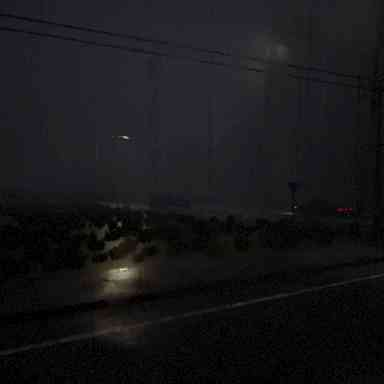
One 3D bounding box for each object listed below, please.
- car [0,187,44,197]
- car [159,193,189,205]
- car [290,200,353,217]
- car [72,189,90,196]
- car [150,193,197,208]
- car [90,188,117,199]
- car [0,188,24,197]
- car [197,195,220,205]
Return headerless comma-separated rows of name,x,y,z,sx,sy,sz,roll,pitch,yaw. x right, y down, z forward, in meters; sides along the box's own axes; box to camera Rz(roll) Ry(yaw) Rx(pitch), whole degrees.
car,-20.869,0.340,41.192,4.605,1.855,1.932,1,1,-31
car,-2.510,0.883,44.342,1.837,1.490,4.892,1,1,-31
car,11.155,1.408,29.016,2.033,1.411,5.357,1,1,-31
car,-22.264,0.168,68.014,4.193,1.474,1.816,1,1,-31
car,-2.283,0.967,36.062,4.611,1.667,2.242,1,1,-31
car,-14.800,0.275,56.770,3.866,1.878,1.905,1,1,-31
car,-32.655,0.060,60.335,3.905,1.438,1.784,1,1,-31
car,1.648,1.064,44.571,1.895,1.301,4.718,1,1,-31
